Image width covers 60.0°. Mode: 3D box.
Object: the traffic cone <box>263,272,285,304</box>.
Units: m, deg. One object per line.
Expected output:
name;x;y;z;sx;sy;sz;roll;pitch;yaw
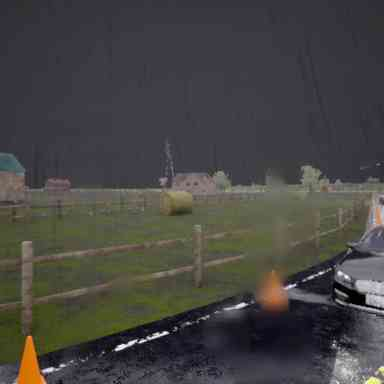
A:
traffic cone;1.708;1.956;6.902;0.340;0.580;0.340;0;0;-44

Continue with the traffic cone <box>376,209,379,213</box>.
traffic cone;15.110;1.906;26.973;0.340;0.580;0.340;0;0;29

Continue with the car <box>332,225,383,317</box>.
car;4.640;1.491;7.159;2.128;1.511;4.902;0;0;42

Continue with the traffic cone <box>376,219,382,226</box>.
traffic cone;10.320;1.943;18.201;0.340;0.580;0.340;0;0;29

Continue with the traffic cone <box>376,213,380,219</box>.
traffic cone;12.714;1.925;22.584;0.340;0.580;0.340;0;0;29

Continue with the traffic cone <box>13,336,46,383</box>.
traffic cone;-1.867;1.951;3.816;0.340;0.580;0.340;0;0;-37

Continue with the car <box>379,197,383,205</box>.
car;31.590;1.402;53.692;1.895;1.301;4.718;0;0;22

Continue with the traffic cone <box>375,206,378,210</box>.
traffic cone;17.507;1.883;31.361;0.340;0.580;0.340;0;0;29
